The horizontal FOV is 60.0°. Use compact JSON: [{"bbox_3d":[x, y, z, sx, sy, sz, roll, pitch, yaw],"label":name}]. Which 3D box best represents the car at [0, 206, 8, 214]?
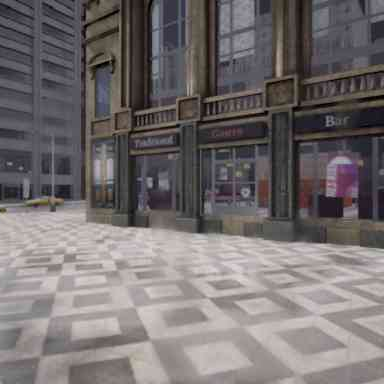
[{"bbox_3d":[-18.052,1.325,27.692,1.752,1.417,4.829,1,2,36],"label":"car"}]

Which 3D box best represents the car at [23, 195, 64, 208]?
[{"bbox_3d":[-18.529,1.123,41.593,1.752,1.417,4.829,1,2,36],"label":"car"}]
